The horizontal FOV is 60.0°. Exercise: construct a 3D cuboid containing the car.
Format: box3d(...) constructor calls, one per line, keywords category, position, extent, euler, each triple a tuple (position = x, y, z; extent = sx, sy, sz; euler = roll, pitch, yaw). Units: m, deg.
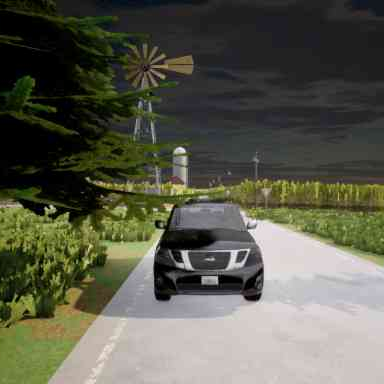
box3d(category="car", position=(0.334, 1.221, 8.691), extent=(2.150, 2.045, 5.566), euler=(0, 0, 0))
